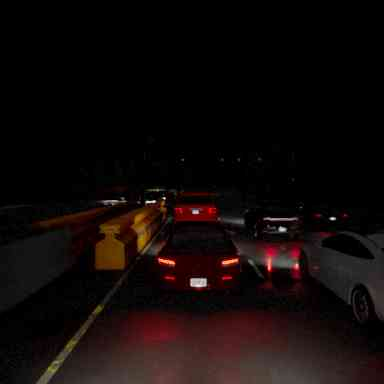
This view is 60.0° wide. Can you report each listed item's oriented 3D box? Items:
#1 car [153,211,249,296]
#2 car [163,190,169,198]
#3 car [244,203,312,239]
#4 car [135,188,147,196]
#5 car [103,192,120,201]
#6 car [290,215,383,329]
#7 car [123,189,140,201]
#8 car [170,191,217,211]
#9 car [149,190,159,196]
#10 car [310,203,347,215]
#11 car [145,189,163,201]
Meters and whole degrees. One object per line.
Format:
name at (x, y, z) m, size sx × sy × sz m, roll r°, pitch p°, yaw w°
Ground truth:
car at (0.136, 1.429, 8.290) m, size 1.812 × 1.442 × 4.674 m, roll 0°, pitch 1°, yaw 0°
car at (-6.485, 0.449, 71.271) m, size 1.837 × 1.490 × 4.892 m, roll 0°, pitch 1°, yaw 0°
car at (3.685, 1.280, 15.904) m, size 2.128 × 1.511 × 4.902 m, roll 0°, pitch 1°, yaw 0°
car at (-13.357, -0.076, 87.689) m, size 2.150 × 2.045 × 5.566 m, roll 0°, pitch 1°, yaw 0°
car at (-13.690, 0.731, 56.867) m, size 1.994 × 1.385 × 4.181 m, roll 0°, pitch 1°, yaw 1°
car at (3.625, 1.454, 6.656) m, size 1.812 × 1.442 × 4.674 m, roll 0°, pitch 1°, yaw 0°
car at (-10.186, 0.657, 56.053) m, size 1.882 × 1.535 × 5.008 m, roll 0°, pitch 1°, yaw 1°
car at (0.194, 0.980, 17.887) m, size 2.150 × 2.045 × 5.566 m, roll 0°, pitch 1°, yaw 0°
car at (-9.869, 0.275, 86.156) m, size 1.994 × 1.385 × 4.181 m, roll 0°, pitch 1°, yaw 0°
car at (7.208, 1.305, 18.991) m, size 1.994 × 1.385 × 4.181 m, roll 0°, pitch 1°, yaw 0°
car at (-6.686, 0.668, 56.231) m, size 2.128 × 1.511 × 4.902 m, roll 0°, pitch 1°, yaw 1°
